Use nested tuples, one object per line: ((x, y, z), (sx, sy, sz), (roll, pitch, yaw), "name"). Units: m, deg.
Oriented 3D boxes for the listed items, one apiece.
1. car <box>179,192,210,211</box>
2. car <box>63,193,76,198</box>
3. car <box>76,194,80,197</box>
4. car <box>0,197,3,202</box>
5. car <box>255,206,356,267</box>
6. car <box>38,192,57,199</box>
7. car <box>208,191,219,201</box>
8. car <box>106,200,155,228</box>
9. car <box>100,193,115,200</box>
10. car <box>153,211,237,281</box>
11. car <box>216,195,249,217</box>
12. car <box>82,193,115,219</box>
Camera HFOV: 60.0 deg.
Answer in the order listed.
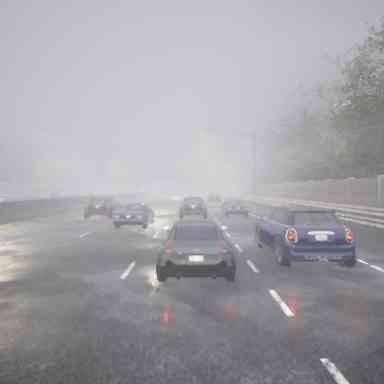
((0.094, 1.095, 26.400), (2.097, 1.767, 4.553), (0, 1, 0), "car")
((-24.518, 0.876, 67.789), (2.033, 1.411, 5.357), (0, 0, 0), "car")
((-21.018, 0.868, 67.373), (2.128, 1.511, 4.902), (0, 0, 0), "car")
((-17.605, 0.961, 26.802), (2.150, 2.045, 5.566), (0, 0, 0), "car")
((3.497, 1.238, 11.119), (2.097, 1.767, 4.553), (0, 1, 0), "car")
((-28.017, 0.738, 64.761), (2.097, 1.767, 4.553), (0, 0, 0), "car")
((3.487, 0.836, 53.766), (2.097, 1.767, 4.553), (0, 1, 0), "car")
((-3.404, 1.350, 20.211), (2.033, 1.411, 5.357), (0, 1, 0), "car")
((-17.518, 0.869, 69.185), (1.812, 1.442, 4.674), (0, 0, 0), "car")
((0.097, 1.469, 9.590), (1.994, 1.385, 4.181), (0, 1, 0), "car")
((3.492, 1.274, 27.807), (2.033, 1.411, 5.357), (0, 1, 0), "car")
((-6.908, 1.095, 26.398), (2.097, 1.767, 4.553), (0, 1, 0), "car")
